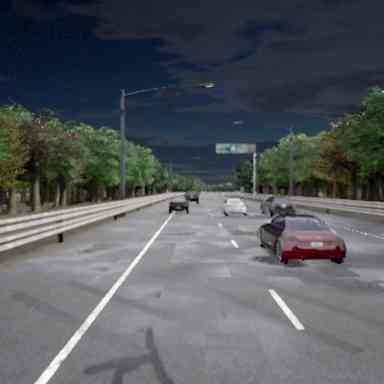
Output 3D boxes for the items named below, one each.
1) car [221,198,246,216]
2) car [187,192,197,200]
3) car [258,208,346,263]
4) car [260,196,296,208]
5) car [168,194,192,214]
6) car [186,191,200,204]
[{"bbox_3d":[3.605,1.281,29.243,1.812,1.442,4.674,0,0,0],"label":"car"},{"bbox_3d":[0.009,0.829,69.122,1.882,1.535,5.008,0,0,0],"label":"car"},{"bbox_3d":[3.602,1.462,11.590,1.994,1.385,4.181,0,0,0],"label":"car"},{"bbox_3d":[7.104,1.118,27.850,2.097,1.767,4.553,0,0,0],"label":"car"},{"bbox_3d":[-1.221,1.211,32.160,1.882,1.535,5.008,0,0,0],"label":"car"},{"bbox_3d":[0.007,0.817,51.239,2.150,2.045,5.566,0,0,0],"label":"car"}]
